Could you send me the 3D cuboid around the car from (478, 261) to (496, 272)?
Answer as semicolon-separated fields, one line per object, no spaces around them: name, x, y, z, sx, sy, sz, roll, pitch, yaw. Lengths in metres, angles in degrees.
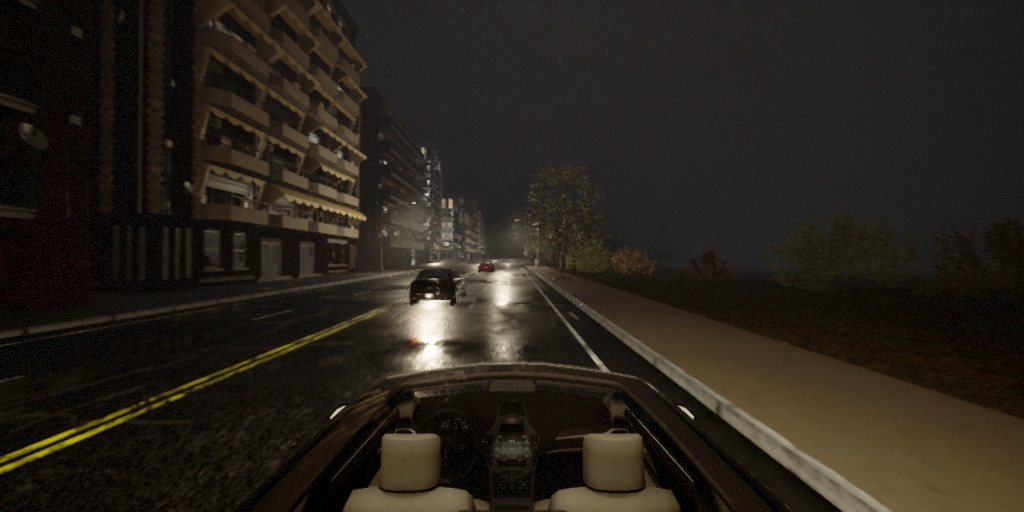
car;-3.143;1.318;45.453;1.994;1.385;4.181;0;0;0

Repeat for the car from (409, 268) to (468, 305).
car;-3.147;1.256;15.994;1.837;1.490;4.892;0;0;0
